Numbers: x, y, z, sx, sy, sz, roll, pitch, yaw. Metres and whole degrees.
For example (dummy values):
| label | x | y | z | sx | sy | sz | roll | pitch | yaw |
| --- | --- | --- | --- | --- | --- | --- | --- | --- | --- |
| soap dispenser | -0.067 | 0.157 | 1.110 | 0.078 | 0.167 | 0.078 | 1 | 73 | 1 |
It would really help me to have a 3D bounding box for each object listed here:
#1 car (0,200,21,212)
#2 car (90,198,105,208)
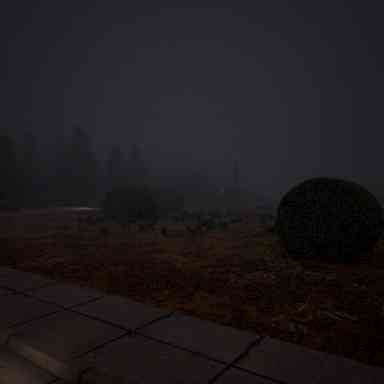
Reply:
| label | x | y | z | sx | sy | sz | roll | pitch | yaw |
| --- | --- | --- | --- | --- | --- | --- | --- | --- | --- |
| car | -21.098 | 1.558 | 36.353 | 1.994 | 1.385 | 4.181 | 0 | 0 | 37 |
| car | -12.406 | 1.514 | 48.069 | 1.812 | 1.442 | 4.674 | 0 | 0 | 37 |
